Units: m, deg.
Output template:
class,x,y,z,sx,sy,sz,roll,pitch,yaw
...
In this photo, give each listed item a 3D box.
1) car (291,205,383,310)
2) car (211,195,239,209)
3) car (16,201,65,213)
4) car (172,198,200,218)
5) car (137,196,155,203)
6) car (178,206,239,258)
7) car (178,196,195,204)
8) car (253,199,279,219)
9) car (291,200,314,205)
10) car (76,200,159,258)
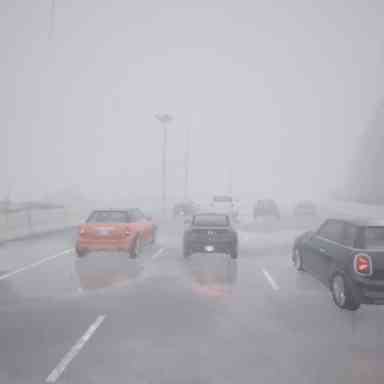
class,x,y,z,sx,sy,sz,roll,pitch,yaw
car,3.929,1.362,7.926,2.097,1.767,4.553,0,0,3
car,2.903,1.241,29.336,2.150,2.045,5.566,0,0,10
car,-11.878,1.592,26.929,1.895,1.301,4.718,0,0,9
car,-0.435,1.519,30.398,1.837,1.490,4.892,0,0,10
car,-10.014,1.569,72.603,1.994,1.385,4.181,0,0,21
car,0.752,1.513,12.830,1.837,1.490,4.892,0,0,5
car,-0.983,1.554,66.935,1.812,1.442,4.674,0,0,22
car,6.570,1.379,29.762,2.097,1.767,4.553,0,0,10
car,10.448,1.512,31.405,1.882,1.535,5.008,0,0,11
car,-2.732,1.353,13.051,2.097,1.767,4.553,0,0,4
